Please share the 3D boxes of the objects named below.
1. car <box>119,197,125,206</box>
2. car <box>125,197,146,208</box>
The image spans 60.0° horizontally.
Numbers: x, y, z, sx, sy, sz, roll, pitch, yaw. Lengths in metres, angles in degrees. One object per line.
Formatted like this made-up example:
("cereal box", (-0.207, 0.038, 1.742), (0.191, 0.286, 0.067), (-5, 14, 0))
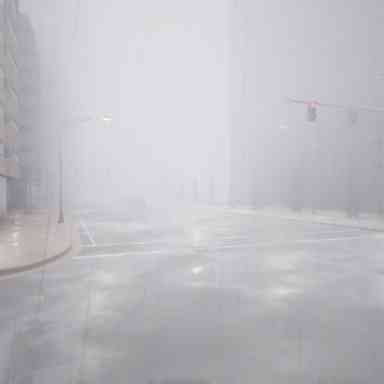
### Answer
("car", (-11.982, 1.609, 59.841), (1.882, 1.535, 5.008), (0, 0, -21))
("car", (-8.288, 1.593, 50.154), (2.128, 1.511, 4.902), (0, 0, -20))
